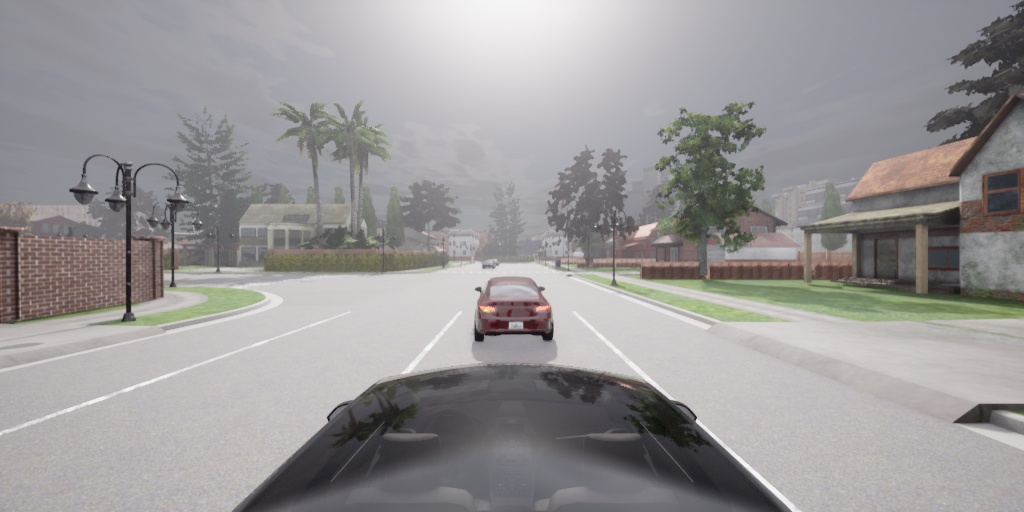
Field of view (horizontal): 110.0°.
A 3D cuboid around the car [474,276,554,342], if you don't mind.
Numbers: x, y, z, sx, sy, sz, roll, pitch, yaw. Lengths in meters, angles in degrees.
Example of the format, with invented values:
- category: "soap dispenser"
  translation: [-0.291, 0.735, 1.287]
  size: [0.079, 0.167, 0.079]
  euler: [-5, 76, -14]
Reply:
- category: "car"
  translation: [-0.027, 1.272, 9.712]
  size: [1.812, 1.442, 4.674]
  euler: [0, 0, -3]

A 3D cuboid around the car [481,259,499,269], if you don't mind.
- category: "car"
  translation: [-3.578, 1.275, 54.747]
  size: [2.033, 1.411, 5.357]
  euler: [0, 0, 0]
